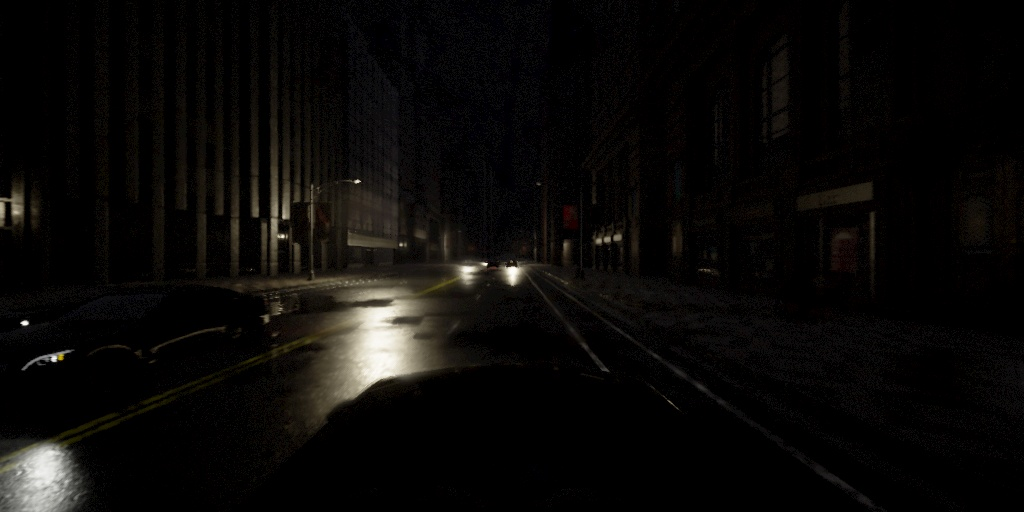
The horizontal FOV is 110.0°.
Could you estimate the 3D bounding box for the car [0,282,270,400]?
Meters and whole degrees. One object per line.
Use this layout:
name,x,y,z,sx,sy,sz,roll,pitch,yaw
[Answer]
car,-6.585,1.277,6.596,1.812,1.442,4.674,0,0,0

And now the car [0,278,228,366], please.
car,-9.840,1.352,8.861,1.895,1.301,4.718,0,0,0

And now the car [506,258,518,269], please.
car,-0.008,1.327,60.794,2.128,1.511,4.902,0,0,0

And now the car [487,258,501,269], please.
car,-3.258,1.312,60.793,1.882,1.535,5.008,0,0,0
